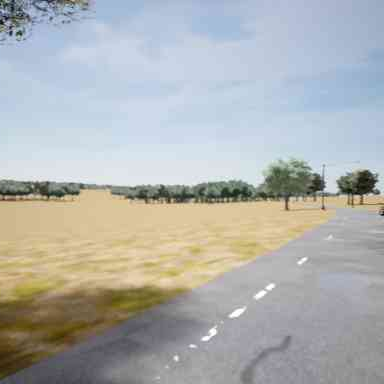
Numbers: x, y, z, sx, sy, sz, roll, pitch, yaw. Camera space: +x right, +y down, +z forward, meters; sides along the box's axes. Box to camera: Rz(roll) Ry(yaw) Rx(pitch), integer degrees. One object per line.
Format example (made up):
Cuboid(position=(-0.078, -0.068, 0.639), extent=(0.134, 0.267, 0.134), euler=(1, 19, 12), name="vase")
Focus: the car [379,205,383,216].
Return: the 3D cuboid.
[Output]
Cuboid(position=(27.141, 2.412, 45.749), extent=(2.097, 1.767, 4.553), euler=(1, -1, 24), name="car")
